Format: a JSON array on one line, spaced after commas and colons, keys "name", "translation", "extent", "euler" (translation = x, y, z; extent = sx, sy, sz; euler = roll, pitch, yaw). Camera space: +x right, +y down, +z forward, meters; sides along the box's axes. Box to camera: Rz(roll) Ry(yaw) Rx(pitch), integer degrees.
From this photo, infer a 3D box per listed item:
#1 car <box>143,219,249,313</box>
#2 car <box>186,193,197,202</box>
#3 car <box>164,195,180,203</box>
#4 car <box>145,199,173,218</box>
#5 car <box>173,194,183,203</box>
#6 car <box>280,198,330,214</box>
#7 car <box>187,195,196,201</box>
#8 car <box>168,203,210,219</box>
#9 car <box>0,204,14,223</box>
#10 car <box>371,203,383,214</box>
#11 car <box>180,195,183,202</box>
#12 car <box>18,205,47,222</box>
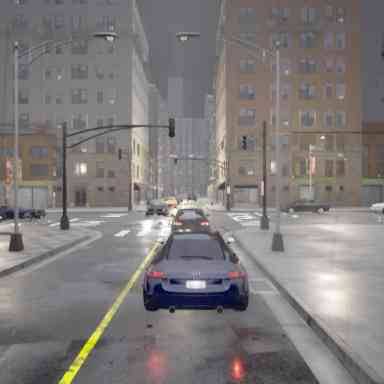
[{"name": "car", "translation": [0.084, 1.559, 7.725], "extent": [1.994, 1.385, 4.181], "euler": [0, 0, 0]}, {"name": "car", "translation": [-0.070, 1.229, 76.236], "extent": [2.150, 2.045, 5.566], "euler": [0, 0, 0]}, {"name": "car", "translation": [-3.077, 1.468, 45.651], "extent": [1.882, 1.535, 5.008], "euler": [0, 0, 0]}, {"name": "car", "translation": [-3.070, 1.585, 29.987], "extent": [1.895, 1.301, 4.718], "euler": [0, 0, 0]}, {"name": "car", "translation": [-3.060, 1.358, 72.314], "extent": [2.097, 1.767, 4.553], "euler": [0, 0, 0]}, {"name": "car", "translation": [11.161, 1.430, 33.236], "extent": [4.892, 1.490, 1.837], "euler": [0, 0, 0]}, {"name": "car", "translation": [-0.104, 1.531, 86.625], "extent": [2.128, 1.511, 4.902], "euler": [0, 0, 0]}, {"name": "car", "translation": [-0.085, 1.516, 16.469], "extent": [1.812, 1.442, 4.674], "euler": [0, 0, -1]}, {"name": "car", "translation": [-15.221, 1.602, 23.124], "extent": [4.181, 1.385, 1.994], "euler": [0, 0, 0]}, {"name": "car", "translation": [20.423, 1.418, 33.289], "extent": [4.674, 1.442, 1.812], "euler": [0, 0, -1]}, {"name": "car", "translation": [-3.097, 1.545, 60.400], "extent": [2.033, 1.411, 5.357], "euler": [0, 0, 0]}, {"name": "car", "translation": [-14.150, 1.632, 26.379], "extent": [4.718, 1.301, 1.895], "euler": [0, 0, 0]}]
